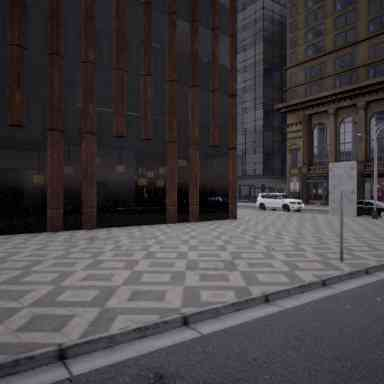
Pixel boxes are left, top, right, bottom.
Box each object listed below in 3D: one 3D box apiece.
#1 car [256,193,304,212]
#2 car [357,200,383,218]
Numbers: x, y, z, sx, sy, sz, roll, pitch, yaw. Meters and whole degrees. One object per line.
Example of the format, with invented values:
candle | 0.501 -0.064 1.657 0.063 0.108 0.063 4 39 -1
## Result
car | 9.622 1.143 36.776 2.150 2.045 5.566 0 0 -36
car | 15.395 1.454 28.656 1.837 1.490 4.892 0 0 -37
